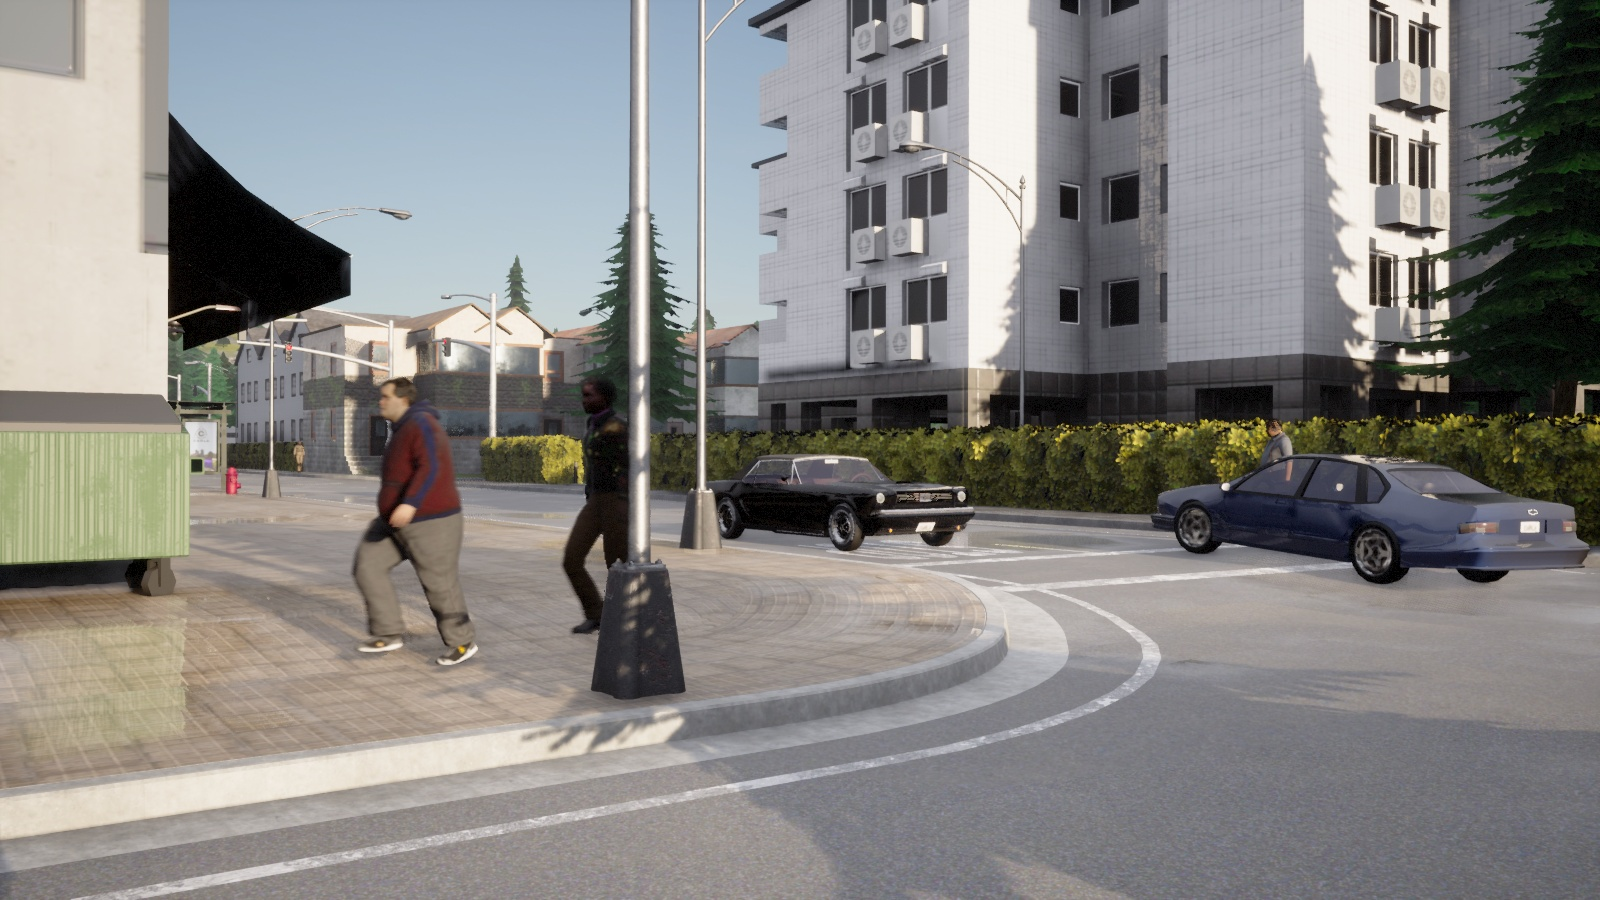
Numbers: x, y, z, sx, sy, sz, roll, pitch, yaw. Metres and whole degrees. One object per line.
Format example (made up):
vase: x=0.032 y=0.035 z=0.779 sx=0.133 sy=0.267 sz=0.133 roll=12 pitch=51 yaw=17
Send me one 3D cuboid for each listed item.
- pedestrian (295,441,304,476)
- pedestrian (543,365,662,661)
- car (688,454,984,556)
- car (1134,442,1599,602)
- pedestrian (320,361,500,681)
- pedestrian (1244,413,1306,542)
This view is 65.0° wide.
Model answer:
pedestrian: x=-27.432 y=0.452 z=68.825 sx=0.396 sy=1.930 sz=0.692 roll=0 pitch=0 yaw=-30
pedestrian: x=-1.342 y=0.410 z=8.547 sx=0.692 sy=1.930 sz=0.395 roll=0 pitch=0 yaw=-37
car: x=0.369 y=0.714 z=18.579 sx=1.895 sy=1.301 sz=4.718 roll=0 pitch=0 yaw=-36
car: x=6.627 y=0.712 z=15.403 sx=2.033 sy=1.411 sz=5.357 roll=1 pitch=2 yaw=-22
pedestrian: x=-2.414 y=0.411 z=7.768 sx=0.899 sy=1.844 sz=0.634 roll=0 pitch=0 yaw=-37
pedestrian: x=6.912 y=0.396 z=18.285 sx=0.694 sy=1.848 sz=0.540 roll=0 pitch=0 yaw=0
